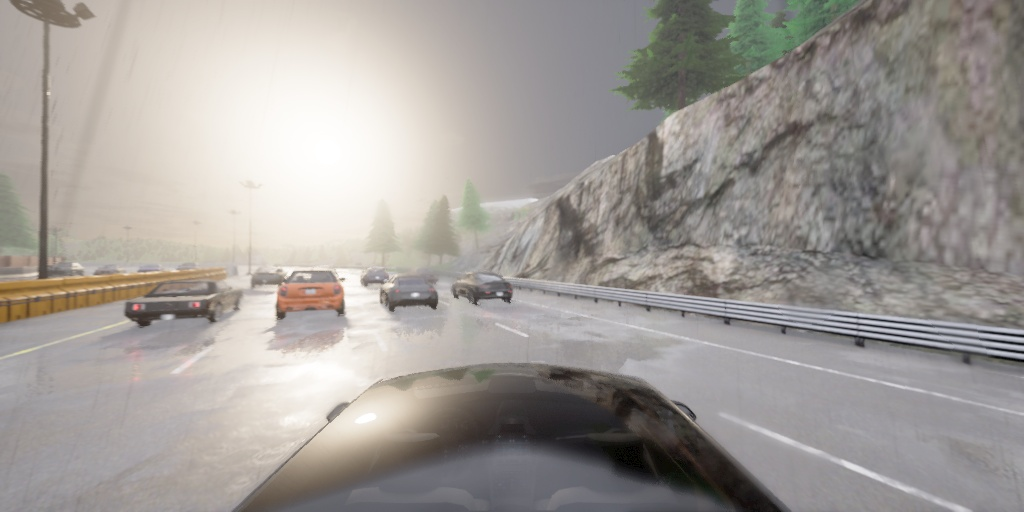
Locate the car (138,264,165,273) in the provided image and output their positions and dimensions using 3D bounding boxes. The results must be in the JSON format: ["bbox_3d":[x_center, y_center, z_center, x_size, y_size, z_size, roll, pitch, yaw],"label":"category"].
[{"bbox_3d":[-45.370,1.696,45.212,1.882,1.535,5.008,1,-1,-36],"label":"car"}]

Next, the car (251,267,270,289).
[{"bbox_3d":[-17.359,1.511,25.876,2.128,1.511,4.902,0,-1,-26],"label":"car"}]

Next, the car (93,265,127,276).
[{"bbox_3d":[-48.043,1.753,42.946,1.994,1.385,4.181,1,-1,-36],"label":"car"}]

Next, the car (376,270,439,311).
[{"bbox_3d":[-4.546,1.473,15.566,1.994,1.385,4.181,0,-1,-25],"label":"car"}]

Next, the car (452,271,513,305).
[{"bbox_3d":[-1.508,1.458,17.336,1.812,1.442,4.674,0,-1,-25],"label":"car"}]

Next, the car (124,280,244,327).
[{"bbox_3d":[-10.678,1.464,12.161,1.895,1.301,4.718,0,-1,-25],"label":"car"}]

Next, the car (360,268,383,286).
[{"bbox_3d":[-11.058,1.625,28.926,1.994,1.385,4.181,0,-1,-26],"label":"car"}]

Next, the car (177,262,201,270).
[{"bbox_3d":[-42.787,1.601,47.595,2.097,1.767,4.553,1,-1,-36],"label":"car"}]

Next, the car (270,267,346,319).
[{"bbox_3d":[-7.602,1.237,13.851,2.097,1.767,4.553,0,-1,-25],"label":"car"}]

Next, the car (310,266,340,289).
[{"bbox_3d":[-14.215,1.546,27.413,1.837,1.490,4.892,0,0,-26],"label":"car"}]

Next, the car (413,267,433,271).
[{"bbox_3d":[-7.471,1.619,29.564,2.033,1.411,5.357,0,-1,-26],"label":"car"}]
